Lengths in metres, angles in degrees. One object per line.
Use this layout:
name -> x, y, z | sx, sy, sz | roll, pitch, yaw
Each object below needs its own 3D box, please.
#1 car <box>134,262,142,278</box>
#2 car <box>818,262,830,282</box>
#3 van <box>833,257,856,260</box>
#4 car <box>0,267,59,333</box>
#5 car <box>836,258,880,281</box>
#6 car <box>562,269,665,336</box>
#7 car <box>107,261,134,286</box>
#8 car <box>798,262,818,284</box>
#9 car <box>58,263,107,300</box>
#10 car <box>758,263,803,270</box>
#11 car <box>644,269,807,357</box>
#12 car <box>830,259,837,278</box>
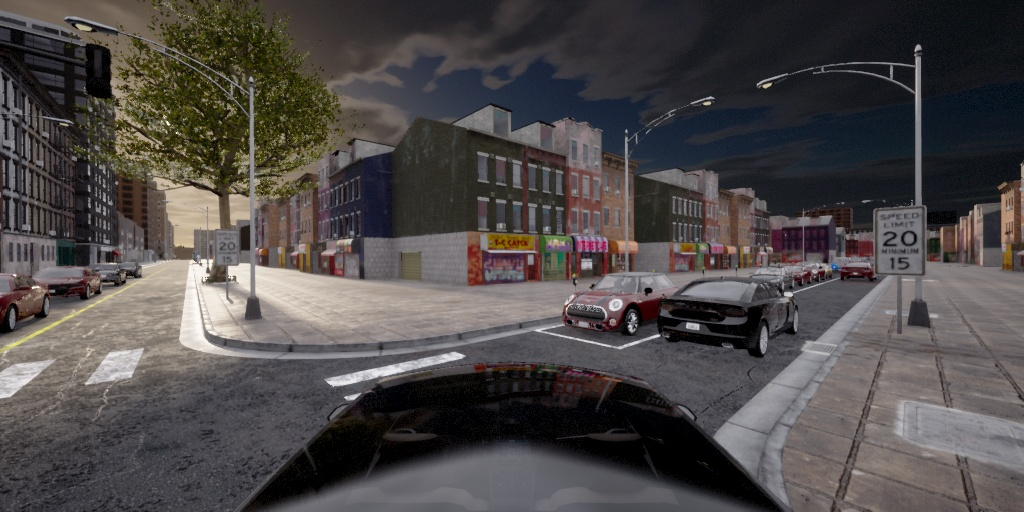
car -> -34.864, 1.243, 32.340 | 1.837, 1.490, 4.892 | 0, 0, -41
car -> 23.464, 1.175, 28.527 | 4.097, 1.591, 1.967 | 0, 0, -42
van -> 39.613, 1.070, 43.075 | 3.998, 1.789, 1.690 | 0, 0, -42
car -> -14.921, 1.235, 10.016 | 1.882, 1.535, 5.008 | 0, 0, -42
car -> 28.474, 1.207, 29.420 | 5.008, 1.535, 1.882 | 0, 0, -41
car -> 3.277, 1.194, 10.344 | 4.097, 1.591, 1.967 | 0, 0, -42
car -> -27.948, 1.234, 24.557 | 2.128, 1.511, 4.902 | 0, 0, -42
car -> 19.426, 1.283, 24.891 | 4.507, 1.381, 1.888 | 0, 0, -42
car -> -21.258, 1.226, 17.079 | 1.882, 1.535, 5.008 | 0, 0, -42
car -> 15.389, 1.292, 21.254 | 4.403, 1.370, 2.007 | 0, 0, -42
car -> 5.390, 1.228, 8.698 | 5.008, 1.535, 1.882 | 0, 0, -42
car -> 27.375, 1.258, 32.051 | 4.829, 1.417, 1.751 | 0, 0, -42
